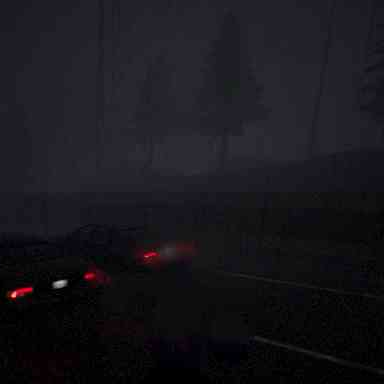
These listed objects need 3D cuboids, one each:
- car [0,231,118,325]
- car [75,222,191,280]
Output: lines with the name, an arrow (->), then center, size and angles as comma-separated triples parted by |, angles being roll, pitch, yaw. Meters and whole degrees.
car -> -4.180, 1.609, 7.143 | 5.357, 1.411, 2.033 | 0, -1, 38
car -> -2.560, 1.639, 10.307 | 5.357, 1.411, 2.033 | 0, -1, 39
